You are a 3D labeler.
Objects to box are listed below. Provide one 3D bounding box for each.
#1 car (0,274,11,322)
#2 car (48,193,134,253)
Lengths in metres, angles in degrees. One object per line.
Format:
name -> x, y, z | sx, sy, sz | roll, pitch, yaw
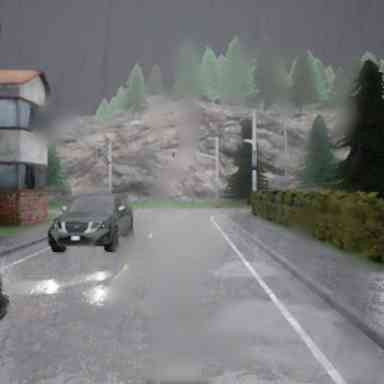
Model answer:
car -> -3.624, 1.535, 2.658 | 2.033, 1.411, 5.357 | 0, 1, -1
car -> -3.757, 1.084, 13.459 | 2.150, 2.045, 5.566 | 0, 1, 0
